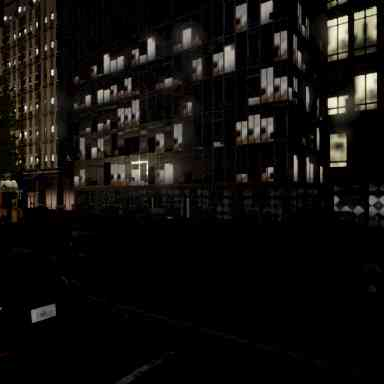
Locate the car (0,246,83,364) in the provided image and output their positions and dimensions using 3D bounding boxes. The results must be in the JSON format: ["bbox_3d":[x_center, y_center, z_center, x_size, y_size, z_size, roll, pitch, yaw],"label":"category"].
[{"bbox_3d":[-3.566,1.566,5.414,4.313,1.339,1.947,0,0,35],"label":"car"}]
